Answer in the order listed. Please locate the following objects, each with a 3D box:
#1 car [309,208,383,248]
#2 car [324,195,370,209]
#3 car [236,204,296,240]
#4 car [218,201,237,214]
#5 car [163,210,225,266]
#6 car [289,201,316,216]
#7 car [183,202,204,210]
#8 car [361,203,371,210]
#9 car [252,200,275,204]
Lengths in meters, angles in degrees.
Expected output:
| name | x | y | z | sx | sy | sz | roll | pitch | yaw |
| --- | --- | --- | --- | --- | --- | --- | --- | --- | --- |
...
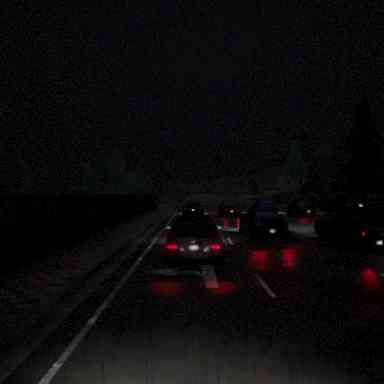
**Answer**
| name | x | y | z | sx | sy | sz | roll | pitch | yaw |
| --- | --- | --- | --- | --- | --- | --- | --- | --- | --- |
| car | 7.089 | 1.618 | 14.764 | 1.895 | 1.301 | 4.718 | 0 | 0 | 0 |
| car | 14.099 | 1.256 | 30.466 | 2.150 | 2.045 | 5.566 | 0 | 0 | 0 |
| car | 3.595 | 1.546 | 17.117 | 1.812 | 1.442 | 4.674 | 0 | 0 | 0 |
| car | 3.603 | 1.563 | 32.422 | 1.812 | 1.442 | 4.674 | 0 | 0 | 0 |
| car | 0.069 | 1.561 | 11.530 | 2.033 | 1.411 | 5.357 | 0 | 0 | 0 |
| car | 10.603 | 1.564 | 32.408 | 1.812 | 1.442 | 4.674 | 0 | 0 | 0 |
| car | 0.101 | 1.601 | 31.956 | 1.994 | 1.385 | 4.181 | 0 | 0 | 0 |
| car | 10.593 | 1.524 | 16.354 | 1.837 | 1.490 | 4.892 | 0 | 0 | 0 |
| car | 7.104 | 1.516 | 32.977 | 1.882 | 1.535 | 5.008 | 0 | 0 | 0 |
